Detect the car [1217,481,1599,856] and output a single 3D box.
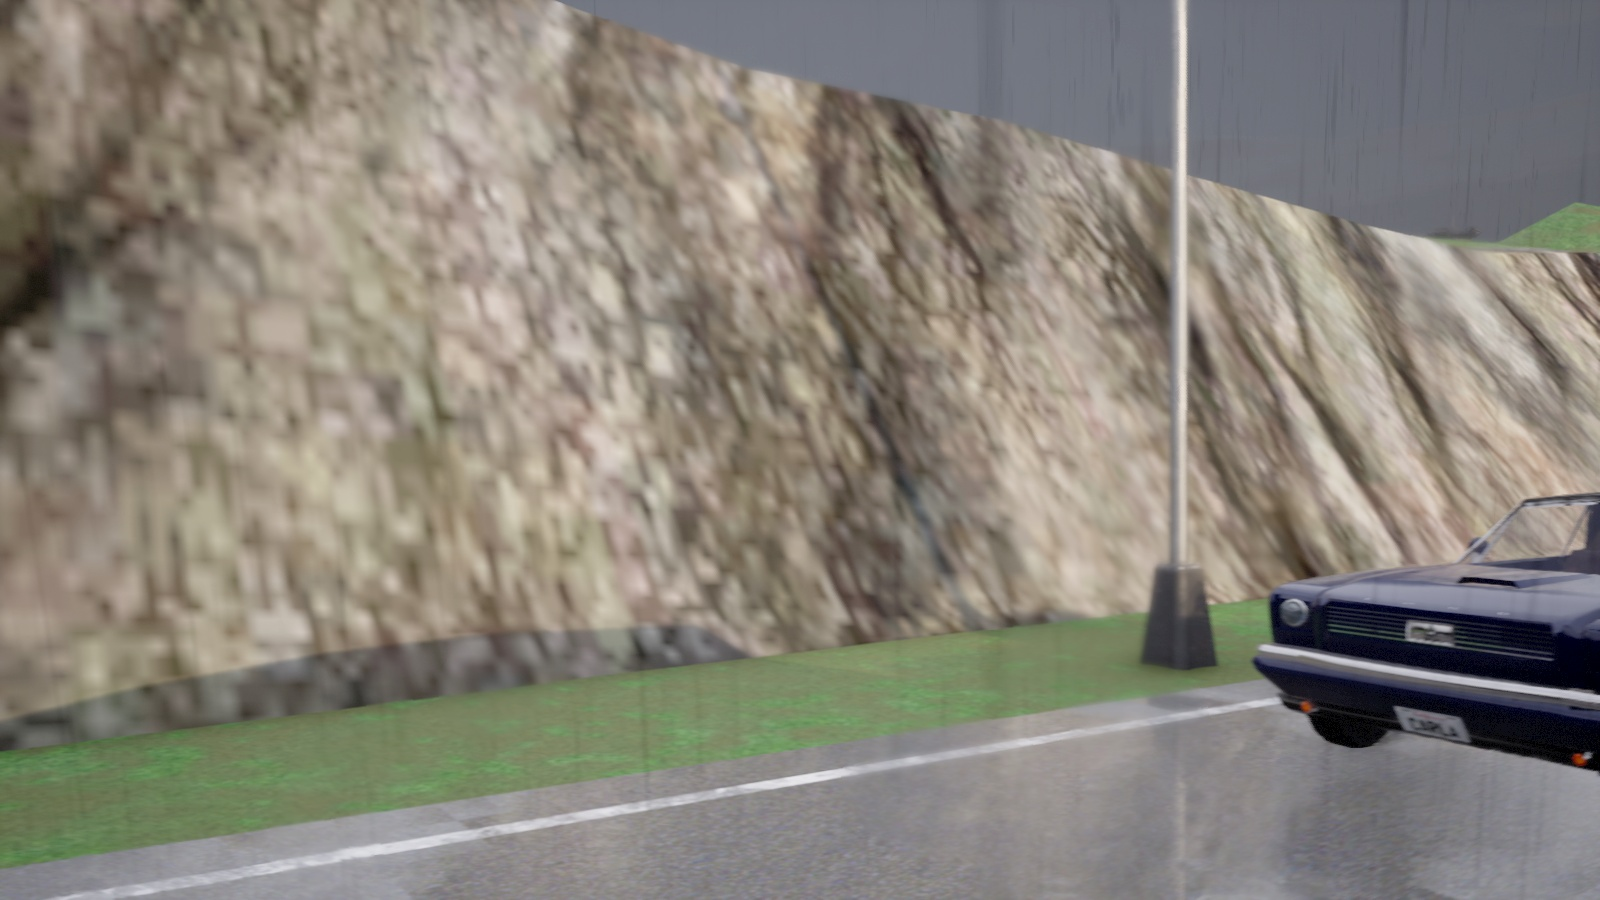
[{"bbox_3d":[4.515,0.851,6.565,4.718,1.301,1.895,0,0,-33],"label":"car"}]
